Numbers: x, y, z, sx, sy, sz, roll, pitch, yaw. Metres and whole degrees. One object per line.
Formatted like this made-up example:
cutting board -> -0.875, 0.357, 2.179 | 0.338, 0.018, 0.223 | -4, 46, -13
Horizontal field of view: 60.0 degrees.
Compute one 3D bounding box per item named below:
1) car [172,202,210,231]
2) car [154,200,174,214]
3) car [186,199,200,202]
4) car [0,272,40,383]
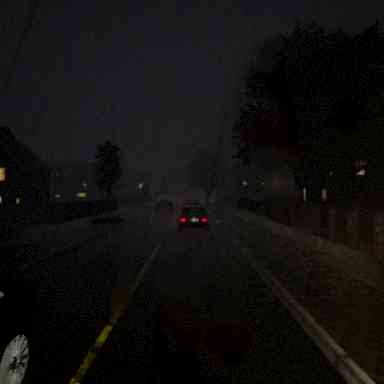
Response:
car -> 0.093, 1.542, 20.331 | 2.033, 1.411, 5.357 | 0, 0, 0
car -> -2.831, 1.552, 35.505 | 2.033, 1.411, 5.357 | 0, 0, 0
car -> 0.082, 1.494, 33.648 | 2.128, 1.511, 4.902 | 0, 0, 0
car -> -2.843, 1.490, 2.271 | 2.128, 1.511, 4.902 | 0, 0, 0
